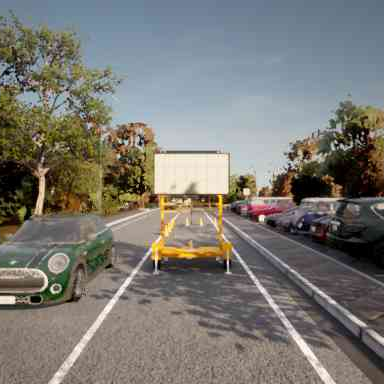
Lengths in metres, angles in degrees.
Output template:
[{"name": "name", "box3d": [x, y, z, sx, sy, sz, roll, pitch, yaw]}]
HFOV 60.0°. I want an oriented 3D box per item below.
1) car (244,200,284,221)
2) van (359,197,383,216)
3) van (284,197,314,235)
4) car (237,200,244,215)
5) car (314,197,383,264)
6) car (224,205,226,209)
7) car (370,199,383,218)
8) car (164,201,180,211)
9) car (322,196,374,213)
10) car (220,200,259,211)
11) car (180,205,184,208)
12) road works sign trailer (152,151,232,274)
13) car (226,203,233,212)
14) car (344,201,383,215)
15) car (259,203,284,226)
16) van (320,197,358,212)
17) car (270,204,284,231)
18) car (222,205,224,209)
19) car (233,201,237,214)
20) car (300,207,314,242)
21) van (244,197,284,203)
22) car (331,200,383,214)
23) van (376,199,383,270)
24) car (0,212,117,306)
[{"name": "car", "box3d": [7.100, 1.649, 26.899, 5.008, 1.535, 2.097, 0, -1, 0]}, {"name": "van", "box3d": [20.307, 1.527, 35.001, 4.442, 1.987, 1.878, 0, -1, 0]}, {"name": "van", "box3d": [6.958, 1.281, 15.798, 4.442, 1.987, 1.878, 0, -1, 0]}, {"name": "car", "box3d": [7.108, 1.761, 32.450, 4.674, 1.452, 2.002, 0, -1, 0]}, {"name": "car", "box3d": [7.092, 1.200, 10.262, 5.566, 2.045, 2.435, 0, 0, 0]}, {"name": "car", "box3d": [7.132, 1.874, 43.550, 5.008, 1.535, 2.097, 0, -1, 0]}, {"name": "car", "box3d": [20.153, 1.591, 32.230, 4.553, 1.767, 2.185, 0, -1, 0]}, {"name": "car", "box3d": [-3.298, 2.082, 49.410, 2.033, 1.411, 5.357, 0, -1, 0]}, {"name": "car", "box3d": [20.233, 1.616, 43.308, 5.566, 2.045, 2.435, 0, -1, 0]}, {"name": "car", "box3d": [6.951, 1.981, 49.091, 5.366, 1.575, 1.946, 0, -1, 0]}, {"name": "car", "box3d": [-3.144, 3.668, 90.648, 2.128, 1.511, 4.902, 0, -3, 0]}, {"name": "road works sign trailer", "box3d": [-0.016, 0.492, 10.607, 2.380, 3.560, 2.880, 0, 0, -1]}, {"name": "car", "box3d": [7.087, 1.541, 38.006, 5.566, 2.045, 2.435, 0, -1, 0]}, {"name": "car", "box3d": [20.189, 1.789, 37.769, 4.892, 1.521, 2.231, 0, -1, 0]}, {"name": "car", "box3d": [7.055, 1.608, 21.348, 4.792, 1.488, 2.163, 0, -1, 0]}, {"name": "van", "box3d": [20.328, 1.695, 46.199, 4.442, 1.987, 1.878, 0, -1, 0]}, {"name": "car", "box3d": [7.082, 1.583, 18.570, 4.674, 1.452, 2.002, 0, -1, 0]}, {"name": "car", "box3d": [7.137, 1.926, 46.322, 4.892, 1.521, 2.231, 0, -1, 0]}, {"name": "car", "box3d": [7.140, 1.786, 35.226, 4.792, 1.488, 2.163, 0, -1, 0]}, {"name": "car", "box3d": [7.098, 1.501, 13.013, 4.792, 1.488, 2.163, 0, 0, 0]}, {"name": "van", "box3d": [7.217, 1.459, 29.678, 4.442, 1.987, 1.878, 0, -1, 0]}, {"name": "car", "box3d": [20.015, 1.823, 40.536, 5.366, 1.575, 1.946, 0, -1, 0]}, {"name": "van", "box3d": [6.942, 1.234, 7.486, 4.442, 1.987, 1.878, 0, 0, 0]}, {"name": "car", "box3d": [-3.347, 1.369, 8.263, 2.097, 1.767, 4.553, 0, 0, 0]}]
